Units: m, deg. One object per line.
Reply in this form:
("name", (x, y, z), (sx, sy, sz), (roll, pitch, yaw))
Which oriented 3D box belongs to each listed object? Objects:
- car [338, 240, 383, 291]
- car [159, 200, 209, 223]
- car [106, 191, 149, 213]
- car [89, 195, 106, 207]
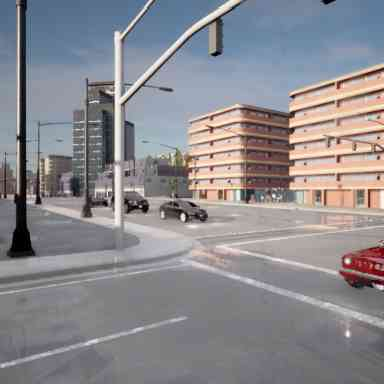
("car", (5.581, 1.597, 7.964), (4.718, 1.301, 1.895), (0, 0, -35))
("car", (-0.706, 1.373, 24.843), (1.837, 1.490, 4.892), (0, 1, -34))
("car", (-6.270, 0.945, 32.996), (2.150, 2.045, 5.566), (0, 1, -34))
("car", (-11.936, 1.111, 41.298), (1.994, 1.385, 4.181), (0, 1, -34))
